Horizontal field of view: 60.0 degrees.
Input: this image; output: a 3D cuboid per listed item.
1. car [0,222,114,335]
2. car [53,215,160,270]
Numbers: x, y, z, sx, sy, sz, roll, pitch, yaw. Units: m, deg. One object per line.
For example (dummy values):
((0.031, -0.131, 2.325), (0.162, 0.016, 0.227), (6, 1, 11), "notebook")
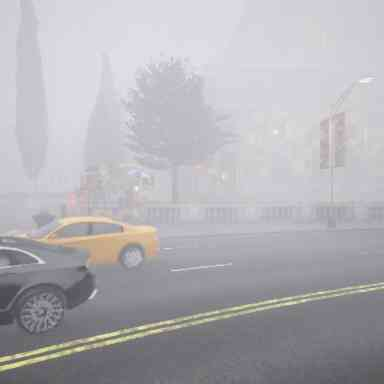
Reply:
((-4.010, 1.491, 5.213), (4.902, 1.511, 2.128), (0, 0, -33), "car")
((-3.418, 1.477, 9.706), (5.008, 1.535, 1.882), (0, 0, -29), "car")
